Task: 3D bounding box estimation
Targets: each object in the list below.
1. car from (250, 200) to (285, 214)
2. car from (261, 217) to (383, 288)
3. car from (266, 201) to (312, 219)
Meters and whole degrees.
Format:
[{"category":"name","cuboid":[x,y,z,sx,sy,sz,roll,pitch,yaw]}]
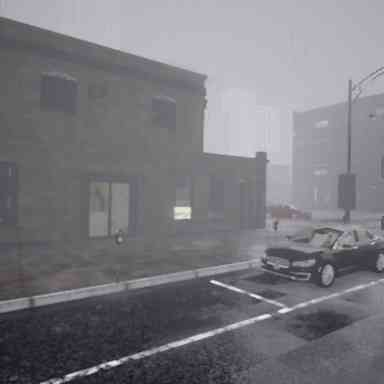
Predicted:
[{"category":"car","cuboid":[9.616,1.898,42.452,1.967,1.590,4.097,1,-1,-35]},{"category":"car","cuboid":[3.825,1.588,9.274,4.403,1.369,2.008,0,1,-35]},{"category":"car","cuboid":[8.329,1.717,29.223,1.887,1.381,4.507,1,-1,-35]}]
